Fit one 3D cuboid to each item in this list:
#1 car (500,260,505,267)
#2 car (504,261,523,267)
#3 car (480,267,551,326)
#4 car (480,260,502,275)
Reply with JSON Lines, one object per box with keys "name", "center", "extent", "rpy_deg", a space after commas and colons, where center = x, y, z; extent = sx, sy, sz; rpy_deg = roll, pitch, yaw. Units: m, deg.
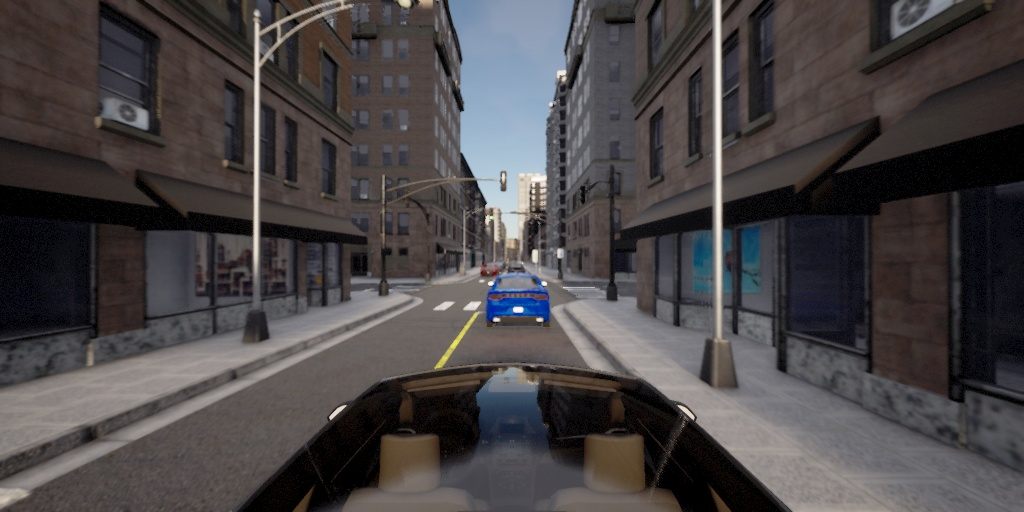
{"name": "car", "center": [-2.353, 1.683, 53.265], "extent": [1.812, 1.442, 4.674], "rpy_deg": [0, 0, 1]}
{"name": "car", "center": [0.420, 1.524, 36.993], "extent": [1.837, 1.490, 4.892], "rpy_deg": [0, 0, 1]}
{"name": "car", "center": [0.190, 1.304, 12.057], "extent": [1.882, 1.535, 5.008], "rpy_deg": [0, 0, 1]}
{"name": "car", "center": [-2.491, 1.526, 40.614], "extent": [1.882, 1.535, 5.008], "rpy_deg": [0, -1, 1]}
